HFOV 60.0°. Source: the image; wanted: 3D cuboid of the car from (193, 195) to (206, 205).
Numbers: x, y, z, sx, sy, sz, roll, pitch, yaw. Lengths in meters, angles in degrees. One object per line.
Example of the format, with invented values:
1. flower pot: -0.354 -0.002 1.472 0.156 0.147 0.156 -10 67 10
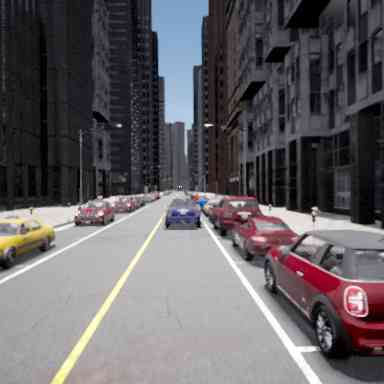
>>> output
1. car: 1.118 1.163 50.703 1.802 1.307 4.206 0 0 -2

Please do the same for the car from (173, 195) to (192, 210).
1. car: -1.192 1.180 39.798 2.128 1.511 4.902 -1 0 -2

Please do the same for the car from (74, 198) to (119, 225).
1. car: -6.466 1.317 22.409 1.967 1.590 4.097 0 0 -2

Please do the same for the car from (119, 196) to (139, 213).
1. car: -6.840 1.230 33.606 1.967 1.590 4.097 0 0 -2

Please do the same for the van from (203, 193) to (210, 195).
1. van: 1.678 1.049 33.905 1.690 1.788 3.998 0 0 -2

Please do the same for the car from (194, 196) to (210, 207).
1. car: 1.305 1.205 45.105 1.802 1.307 4.206 0 0 -2

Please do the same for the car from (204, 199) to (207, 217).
1. car: 2.055 1.376 22.709 1.802 1.307 4.206 0 0 -2

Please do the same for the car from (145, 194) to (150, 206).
1. car: -7.214 1.271 44.803 1.947 1.339 4.313 0 0 -2

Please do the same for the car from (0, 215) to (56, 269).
1. car: -6.084 1.490 11.042 1.752 1.417 4.829 0 0 -2

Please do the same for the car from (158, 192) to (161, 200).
1. car: -7.964 1.082 67.197 1.887 1.381 4.507 0 0 -2

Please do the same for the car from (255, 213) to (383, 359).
1. car: 2.616 1.366 5.912 1.967 1.590 4.097 0 0 -2

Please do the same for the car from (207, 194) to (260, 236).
1. car: 2.241 1.153 17.108 2.192 1.841 5.009 0 0 -2

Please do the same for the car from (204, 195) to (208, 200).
1. car: 1.861 1.275 28.477 1.752 1.417 4.829 0 0 -2

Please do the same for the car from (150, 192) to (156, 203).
1. car: -7.589 1.171 56.000 2.008 1.369 4.403 0 0 -2

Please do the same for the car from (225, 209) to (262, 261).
1. car: 2.430 1.463 11.511 1.802 1.307 4.206 0 0 -2

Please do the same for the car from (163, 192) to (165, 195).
1. car: -8.520 0.940 83.822 1.752 1.417 4.829 0 0 -2

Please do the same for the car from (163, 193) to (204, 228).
1. car: -0.573 1.183 21.086 2.097 1.767 4.553 -1 0 -2

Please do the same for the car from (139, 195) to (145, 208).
1. car: -7.027 1.329 39.205 1.802 1.307 4.206 0 0 -2

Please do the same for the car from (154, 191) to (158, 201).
1. car: -7.771 1.105 61.428 1.752 1.417 4.829 0 0 -2

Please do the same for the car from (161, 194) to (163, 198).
1. car: -8.153 0.811 72.794 2.192 1.841 5.009 0 0 -2
